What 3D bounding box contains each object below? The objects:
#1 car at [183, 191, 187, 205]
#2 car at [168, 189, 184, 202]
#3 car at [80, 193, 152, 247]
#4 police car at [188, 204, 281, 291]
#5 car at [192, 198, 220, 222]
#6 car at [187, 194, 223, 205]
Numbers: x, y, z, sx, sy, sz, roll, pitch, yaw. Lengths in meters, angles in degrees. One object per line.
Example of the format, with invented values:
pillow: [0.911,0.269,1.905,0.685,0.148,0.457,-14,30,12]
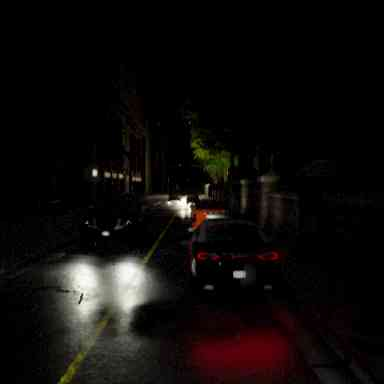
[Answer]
car: [0.126,1.000,47.813,2.128,1.511,4.902,0,1,1]
car: [-2.955,0.728,56.518,2.097,1.767,4.553,0,1,0]
car: [-3.070,1.099,14.604,2.150,2.045,5.566,0,0,0]
police car: [0.918,1.353,8.958,1.930,1.638,5.238,0,0,0]
car: [0.952,1.284,24.848,1.837,1.490,4.892,0,1,0]
car: [0.939,1.189,18.817,2.097,1.767,4.553,0,1,0]
